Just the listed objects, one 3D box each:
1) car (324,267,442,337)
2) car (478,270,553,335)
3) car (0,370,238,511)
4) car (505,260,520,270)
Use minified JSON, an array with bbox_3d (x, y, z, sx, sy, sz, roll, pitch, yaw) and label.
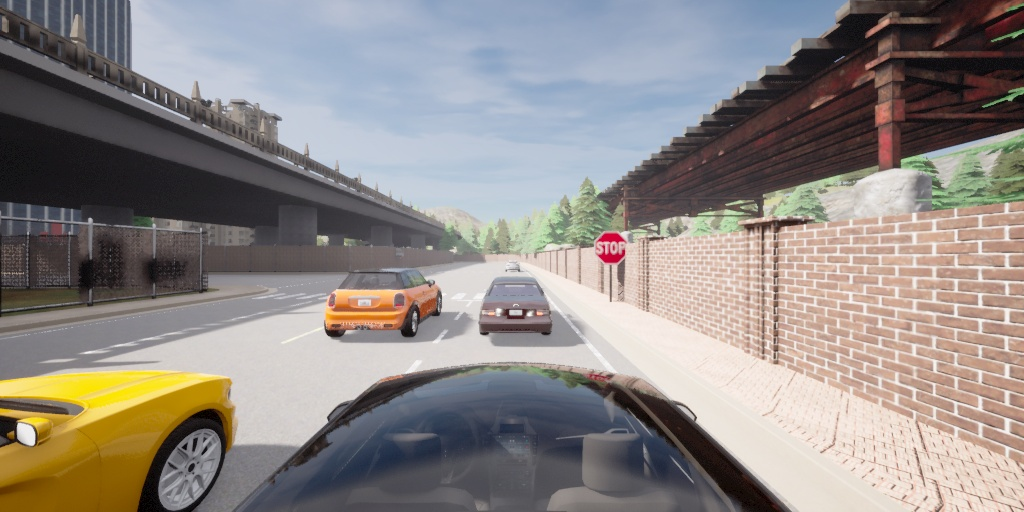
[{"bbox_3d":[-3.419,1.102,10.433,2.097,1.767,4.553,0,0,0],"label":"car"},{"bbox_3d":[0.082,1.297,10.454,2.033,1.411,5.357,0,0,0],"label":"car"},{"bbox_3d":[-3.398,1.228,1.175,1.882,1.535,5.008,0,0,0],"label":"car"},{"bbox_3d":[0.085,1.276,46.320,1.812,1.442,4.674,0,0,-1],"label":"car"}]
